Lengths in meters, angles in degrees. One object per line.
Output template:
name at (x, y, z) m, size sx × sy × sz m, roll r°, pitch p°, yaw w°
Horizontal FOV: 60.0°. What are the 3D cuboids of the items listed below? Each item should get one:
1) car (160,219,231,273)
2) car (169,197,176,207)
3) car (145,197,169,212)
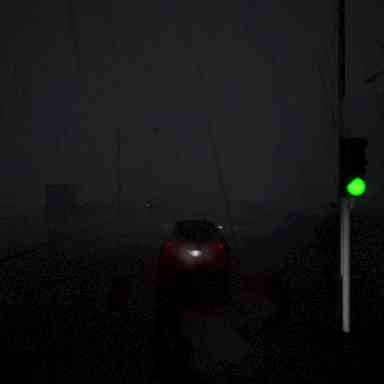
car at (0.090, 1.569, 10.694) m, size 1.994 × 1.385 × 4.181 m, roll 0°, pitch 0°, yaw 0°
car at (-4.080, 1.568, 53.122) m, size 2.033 × 1.411 × 5.357 m, roll 0°, pitch 0°, yaw 0°
car at (-4.101, 1.367, 38.221) m, size 2.097 × 1.767 × 4.553 m, roll 0°, pitch 0°, yaw 0°
